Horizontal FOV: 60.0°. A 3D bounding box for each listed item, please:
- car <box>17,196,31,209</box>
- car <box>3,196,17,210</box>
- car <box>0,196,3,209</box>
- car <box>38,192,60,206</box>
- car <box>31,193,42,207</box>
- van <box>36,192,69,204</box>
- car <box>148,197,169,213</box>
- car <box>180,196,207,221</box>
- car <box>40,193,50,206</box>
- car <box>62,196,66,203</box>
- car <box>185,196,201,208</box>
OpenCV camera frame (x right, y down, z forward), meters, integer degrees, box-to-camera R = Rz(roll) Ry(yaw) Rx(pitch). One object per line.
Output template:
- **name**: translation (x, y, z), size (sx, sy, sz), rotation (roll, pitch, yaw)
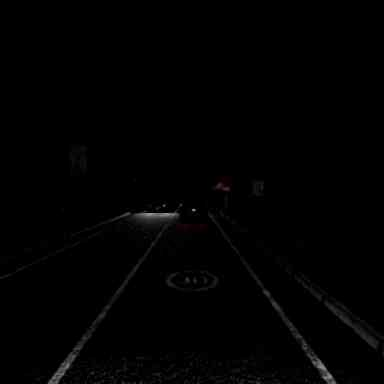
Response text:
- **car**: translation (-22.081, 1.238, 38.773), size (5.008, 1.535, 2.097), rotation (0, 0, 0)
- **car**: translation (-22.105, 1.130, 35.996), size (4.553, 1.767, 2.185), rotation (0, 0, 0)
- **car**: translation (-22.070, 1.314, 33.222), size (4.674, 1.452, 2.002), rotation (0, 0, 0)
- **car**: translation (-21.894, 1.183, 47.097), size (5.366, 1.575, 1.946), rotation (0, 0, 0)
- **car**: translation (-22.071, 1.222, 41.548), size (4.892, 1.521, 2.231), rotation (0, 0, 0)
- **van**: translation (-21.966, 0.927, 52.646), size (4.442, 1.987, 1.878), rotation (0, 0, 0)
- **car**: translation (-3.325, 1.274, 33.961), size (1.812, 1.442, 4.674), rotation (0, 1, 0)
- **car**: translation (0.120, 1.270, 25.114), size (2.033, 1.649, 4.856), rotation (0, 1, 0)
- **car**: translation (-22.107, 1.233, 44.322), size (4.792, 1.488, 2.163), rotation (0, 0, 0)
- **car**: translation (-22.111, 1.199, 49.874), size (4.792, 1.488, 2.163), rotation (0, 0, 0)
- **car**: translation (0.133, 1.198, 41.773), size (1.994, 1.385, 4.181), rotation (0, 1, 0)
